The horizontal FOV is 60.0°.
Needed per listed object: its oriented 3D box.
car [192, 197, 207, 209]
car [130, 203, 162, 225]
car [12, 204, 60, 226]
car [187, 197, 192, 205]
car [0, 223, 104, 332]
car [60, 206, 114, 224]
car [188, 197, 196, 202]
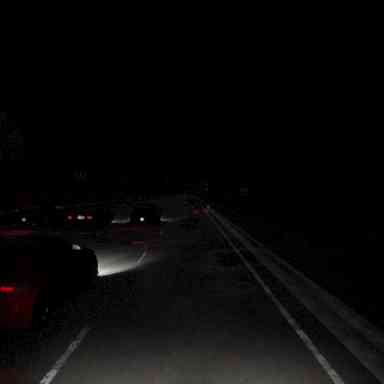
[{"bbox_3d":[1.232,1.673,50.051,1.801,1.575,5.366,0,0,0],"label":"car"},{"bbox_3d":[-3.397,1.614,25.061,1.837,1.490,4.892,0,0,0],"label":"car"},{"bbox_3d":[-10.397,1.578,23.033,1.882,1.535,5.008,0,0,0],"label":"car"},{"bbox_3d":[0.011,1.781,66.787,2.128,1.511,4.902,0,0,0],"label":"car"},{"bbox_3d":[-3.398,1.594,6.889,1.994,1.385,4.181,0,0,0],"label":"car"},{"bbox_3d":[-6.896,1.647,22.938,2.033,1.411,5.357,0,0,0],"label":"car"},{"bbox_3d":[0.012,1.832,82.470,1.994,1.385,4.181,0,0,0],"label":"car"}]
